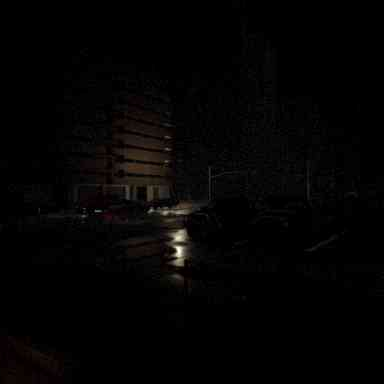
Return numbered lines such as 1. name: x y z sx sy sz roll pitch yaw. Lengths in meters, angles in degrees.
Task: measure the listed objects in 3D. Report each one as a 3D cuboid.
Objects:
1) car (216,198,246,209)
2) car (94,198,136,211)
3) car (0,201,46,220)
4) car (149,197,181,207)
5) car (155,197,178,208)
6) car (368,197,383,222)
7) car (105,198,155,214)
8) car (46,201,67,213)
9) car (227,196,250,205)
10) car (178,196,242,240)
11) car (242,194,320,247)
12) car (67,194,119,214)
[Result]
1. car: 5.621 1.547 46.983 2.033 1.411 5.357 0 0 34
2. car: -9.885 1.547 43.091 2.033 1.411 5.357 0 0 34
3. car: -15.356 1.564 28.689 1.994 1.385 4.181 0 0 34
4. car: -4.045 1.547 51.702 2.033 1.411 5.357 0 0 35
5. car: -4.428 1.547 44.917 2.033 1.411 5.357 0 0 34
6. car: 15.988 1.395 27.256 1.970 1.475 3.806 0 0 34
7. car: -6.455 1.601 35.296 1.895 1.301 4.718 0 0 34
8. car: -15.267 1.601 35.092 1.895 1.301 4.718 0 0 34
9. car: 8.087 1.478 56.924 1.882 1.535 5.008 0 -1 34
10. car: 1.585 1.153 15.981 1.932 1.855 4.605 0 0 34
11. car: 3.950 1.156 14.313 1.905 1.878 3.866 0 0 34
12. car: -10.244 1.221 36.285 2.150 2.045 5.566 0 0 34
